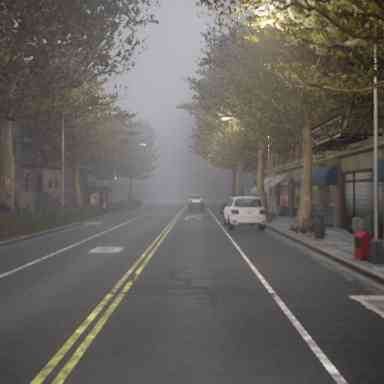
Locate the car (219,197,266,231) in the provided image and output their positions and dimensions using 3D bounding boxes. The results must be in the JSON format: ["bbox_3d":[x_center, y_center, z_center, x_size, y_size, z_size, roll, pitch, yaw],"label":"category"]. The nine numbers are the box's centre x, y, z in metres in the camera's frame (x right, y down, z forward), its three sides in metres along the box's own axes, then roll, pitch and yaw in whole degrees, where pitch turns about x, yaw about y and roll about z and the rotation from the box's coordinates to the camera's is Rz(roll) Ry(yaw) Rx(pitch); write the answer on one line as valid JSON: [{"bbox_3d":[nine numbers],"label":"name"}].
[{"bbox_3d":[3.284,1.314,21.527,2.435,2.045,5.566,0,0,1],"label":"car"}]

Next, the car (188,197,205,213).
[{"bbox_3d":[0.526,1.651,40.281,2.128,1.511,4.902,0,0,1],"label":"car"}]

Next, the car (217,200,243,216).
[{"bbox_3d":[4.030,1.623,35.884,2.231,1.521,4.892,0,0,1],"label":"car"}]

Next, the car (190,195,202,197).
[{"bbox_3d":[0.603,1.422,50.713,2.150,2.045,5.566,0,0,1],"label":"car"}]
